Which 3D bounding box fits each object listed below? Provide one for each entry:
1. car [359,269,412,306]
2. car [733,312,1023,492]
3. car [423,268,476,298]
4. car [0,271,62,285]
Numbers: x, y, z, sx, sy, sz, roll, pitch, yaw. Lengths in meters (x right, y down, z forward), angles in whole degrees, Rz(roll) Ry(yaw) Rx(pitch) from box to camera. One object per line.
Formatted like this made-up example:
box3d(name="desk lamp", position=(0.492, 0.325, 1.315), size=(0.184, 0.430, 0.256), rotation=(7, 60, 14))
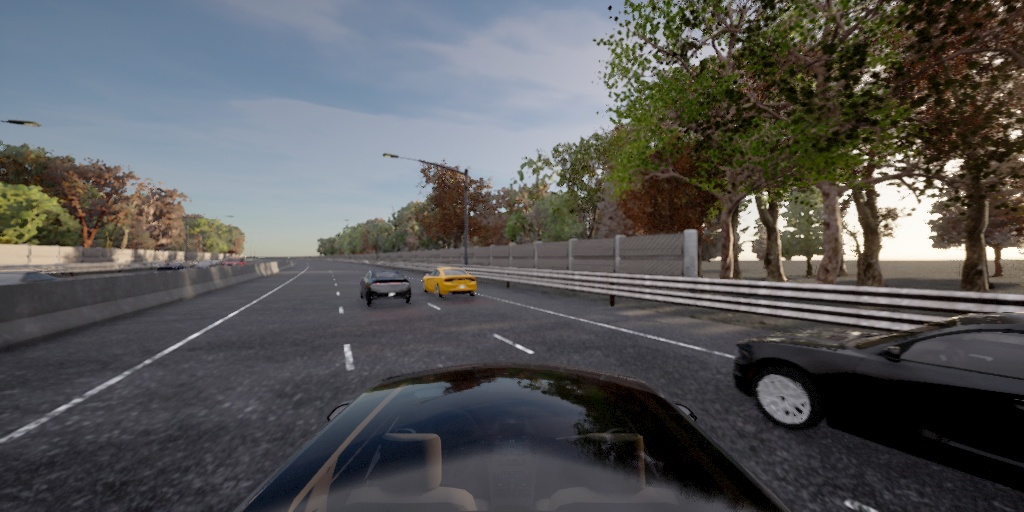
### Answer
box3d(name="car", position=(-5.985, 1.362, 16.773), size=(2.128, 1.511, 4.902), rotation=(0, 0, -27))
box3d(name="car", position=(4.691, 1.236, 3.143), size=(1.882, 1.535, 5.008), rotation=(0, -1, -26))
box3d(name="car", position=(-3.549, 1.369, 19.720), size=(1.882, 1.535, 5.008), rotation=(0, 0, -27))
box3d(name="car", position=(-20.952, 1.365, 14.920), size=(1.812, 1.442, 4.674), rotation=(0, 0, -27))
